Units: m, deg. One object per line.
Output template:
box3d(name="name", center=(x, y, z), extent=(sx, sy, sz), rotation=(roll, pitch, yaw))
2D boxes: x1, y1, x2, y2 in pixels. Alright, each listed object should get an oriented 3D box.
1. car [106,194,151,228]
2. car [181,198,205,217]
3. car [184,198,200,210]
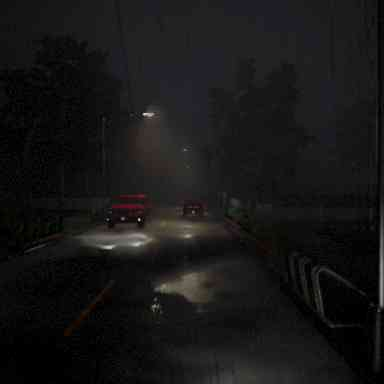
box3d(name="car", center=(-4.002, 1.181, 22.039), extent=(2.150, 2.045, 5.566), rotation=(0, 0, 0))
box3d(name="car", center=(0.100, 1.469, 30.768), extent=(1.837, 1.490, 4.892), rotation=(0, 0, 0))
box3d(name="car", center=(0.029, 1.500, 42.915), extent=(2.033, 1.411, 5.357), rotation=(0, 0, 1))
